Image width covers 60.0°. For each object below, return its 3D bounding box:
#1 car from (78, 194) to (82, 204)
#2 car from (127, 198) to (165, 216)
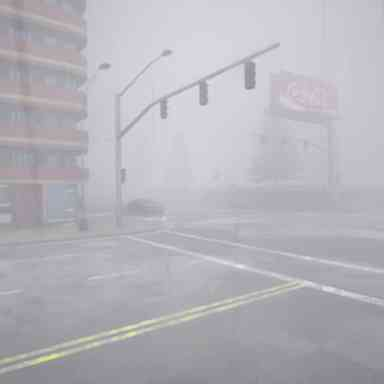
[{"bbox_3d":[-17.517,1.040,48.408,2.150,2.045,5.566,-1,1,-35],"label":"car"},{"bbox_3d":[-4.231,1.324,29.919,1.837,1.490,4.892,-1,1,-36],"label":"car"}]
